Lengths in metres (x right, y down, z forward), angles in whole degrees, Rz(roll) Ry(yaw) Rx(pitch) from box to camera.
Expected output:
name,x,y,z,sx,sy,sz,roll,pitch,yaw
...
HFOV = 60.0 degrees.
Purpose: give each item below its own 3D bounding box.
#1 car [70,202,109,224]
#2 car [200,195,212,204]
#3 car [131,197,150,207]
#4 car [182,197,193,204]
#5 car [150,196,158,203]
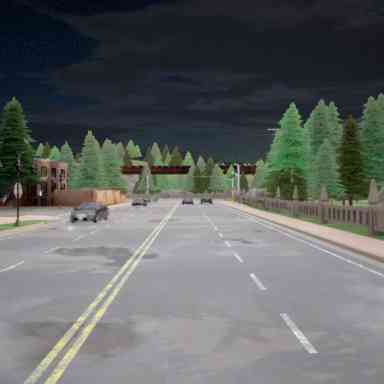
name,x,y,z,sx,sy,sz,roll,pitch,yaw
car,-7.451,1.491,24.572,2.128,1.511,4.902,0,0,-1
car,2.680,1.352,62.983,2.097,1.767,4.553,0,0,-1
car,-7.818,1.564,49.652,1.994,1.385,4.181,0,0,-1
car,-0.807,1.564,62.006,1.994,1.385,4.181,0,0,-1
car,-8.001,1.532,68.261,2.128,1.511,4.902,0,0,-1
